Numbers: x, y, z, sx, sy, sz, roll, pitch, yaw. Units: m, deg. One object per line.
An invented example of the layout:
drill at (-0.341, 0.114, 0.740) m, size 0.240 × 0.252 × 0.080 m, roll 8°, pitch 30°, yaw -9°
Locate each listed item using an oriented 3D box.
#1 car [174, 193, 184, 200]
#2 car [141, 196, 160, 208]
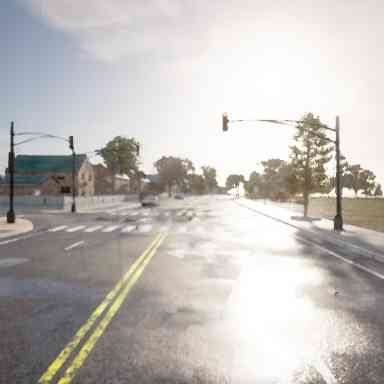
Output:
car at (-3.004, 1.080, 78.953) m, size 1.882 × 1.535 × 5.008 m, roll 0°, pitch 0°, yaw 5°
car at (-5.407, 1.275, 43.621) m, size 1.882 × 1.535 × 5.008 m, roll 0°, pitch 2°, yaw 3°
